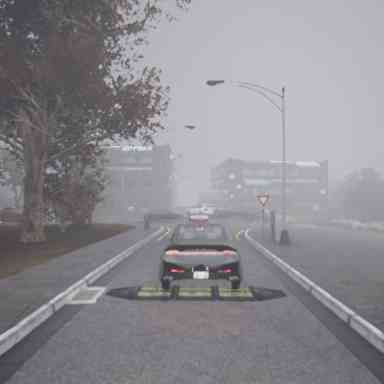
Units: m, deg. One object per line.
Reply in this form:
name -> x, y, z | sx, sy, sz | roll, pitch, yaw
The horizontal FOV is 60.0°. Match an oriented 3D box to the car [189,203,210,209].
car -> 1.287, 2.617, 46.448 | 2.435, 2.045, 5.566 | 2, -3, -31

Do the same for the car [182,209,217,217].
car -> 0.424, 2.099, 22.190 | 1.812, 1.442, 4.674 | 0, -2, -1

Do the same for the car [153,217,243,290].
car -> 0.223, 1.596, 9.138 | 2.128, 1.511, 4.902 | 0, -3, 1

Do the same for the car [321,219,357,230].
car -> 21.887, 4.781, 50.455 | 2.002, 1.452, 4.674 | 7, -4, -30

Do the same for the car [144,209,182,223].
car -> -2.960, 2.603, 37.007 | 4.674, 1.442, 1.812 | -1, -1, 0

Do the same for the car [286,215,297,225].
car -> 12.936, 3.871, 48.954 | 1.946, 1.575, 5.366 | 7, -4, -31

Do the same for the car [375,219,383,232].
car -> 27.722, 5.320, 51.703 | 1.946, 1.575, 5.366 | 7, -4, -30

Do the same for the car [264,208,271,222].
car -> 10.113, 3.331, 48.217 | 2.435, 2.045, 5.566 | 7, -4, -31

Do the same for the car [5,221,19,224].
car -> -21.706, 3.052, 41.857 | 5.566, 2.045, 2.150 | -3, -3, 32

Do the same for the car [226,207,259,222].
car -> 7.123, 3.163, 47.617 | 2.185, 1.767, 4.553 | 6, -4, -31

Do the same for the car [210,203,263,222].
car -> 5.584, 2.655, 42.019 | 5.566, 2.045, 2.150 | 4, -3, -11

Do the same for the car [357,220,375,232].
car -> 24.850, 5.072, 51.009 | 2.002, 1.452, 4.674 | 7, -4, -30
